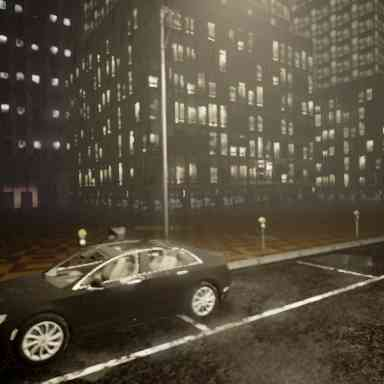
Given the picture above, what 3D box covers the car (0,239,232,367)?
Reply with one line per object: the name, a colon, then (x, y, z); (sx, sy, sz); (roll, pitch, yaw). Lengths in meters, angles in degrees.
car: (-1.282, 1.542, 5.660); (4.403, 1.369, 2.008); (0, -1, -35)
